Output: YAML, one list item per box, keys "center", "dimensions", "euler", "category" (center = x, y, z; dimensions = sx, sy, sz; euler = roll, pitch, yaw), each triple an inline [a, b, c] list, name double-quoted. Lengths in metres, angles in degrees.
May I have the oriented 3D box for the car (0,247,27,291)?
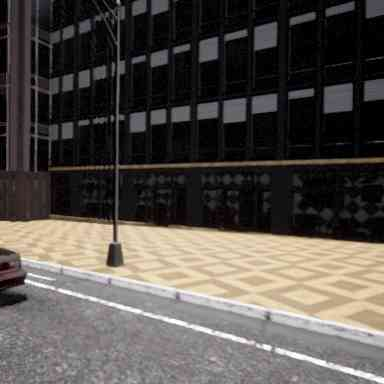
- center: [-6.051, 1.532, 7.678]
  dimensions: [5.357, 1.411, 2.033]
  euler: [0, 0, 33]
  category: "car"
